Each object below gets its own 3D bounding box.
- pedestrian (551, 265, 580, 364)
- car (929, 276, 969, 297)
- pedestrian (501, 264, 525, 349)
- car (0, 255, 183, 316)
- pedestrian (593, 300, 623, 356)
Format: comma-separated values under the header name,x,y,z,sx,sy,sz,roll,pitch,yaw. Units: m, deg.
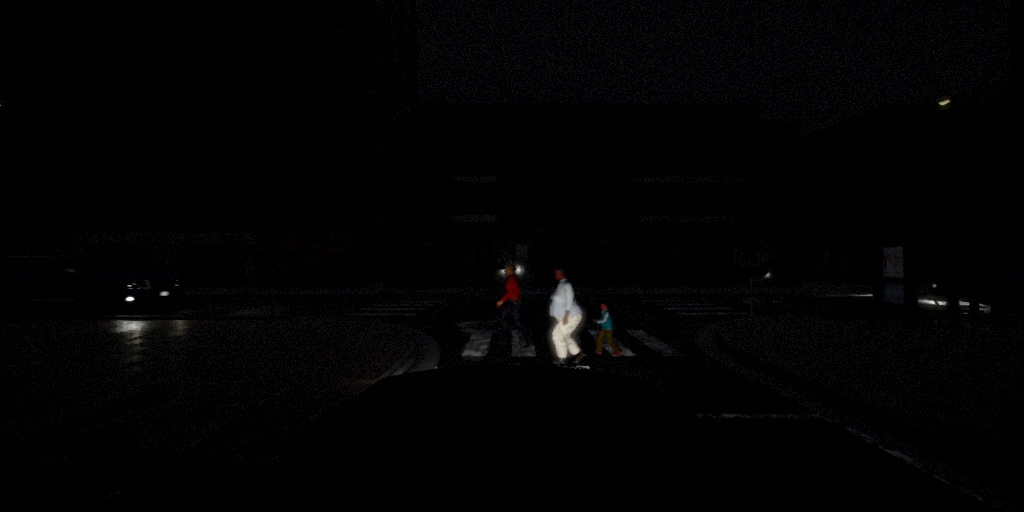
name,x,y,z,sx,sy,sz,roll,pitch,yaw
pedestrian,0.961,1.043,6.495,0.375,1.860,0.375,0,0,0
car,21.868,1.259,15.714,5.357,1.411,2.033,0,0,0
pedestrian,0.021,1.040,7.696,0.375,1.860,0.375,0,0,0
car,-15.074,0.981,12.691,5.566,2.045,2.150,0,0,0
pedestrian,1.899,1.423,7.091,0.500,1.100,0.500,0,0,0
